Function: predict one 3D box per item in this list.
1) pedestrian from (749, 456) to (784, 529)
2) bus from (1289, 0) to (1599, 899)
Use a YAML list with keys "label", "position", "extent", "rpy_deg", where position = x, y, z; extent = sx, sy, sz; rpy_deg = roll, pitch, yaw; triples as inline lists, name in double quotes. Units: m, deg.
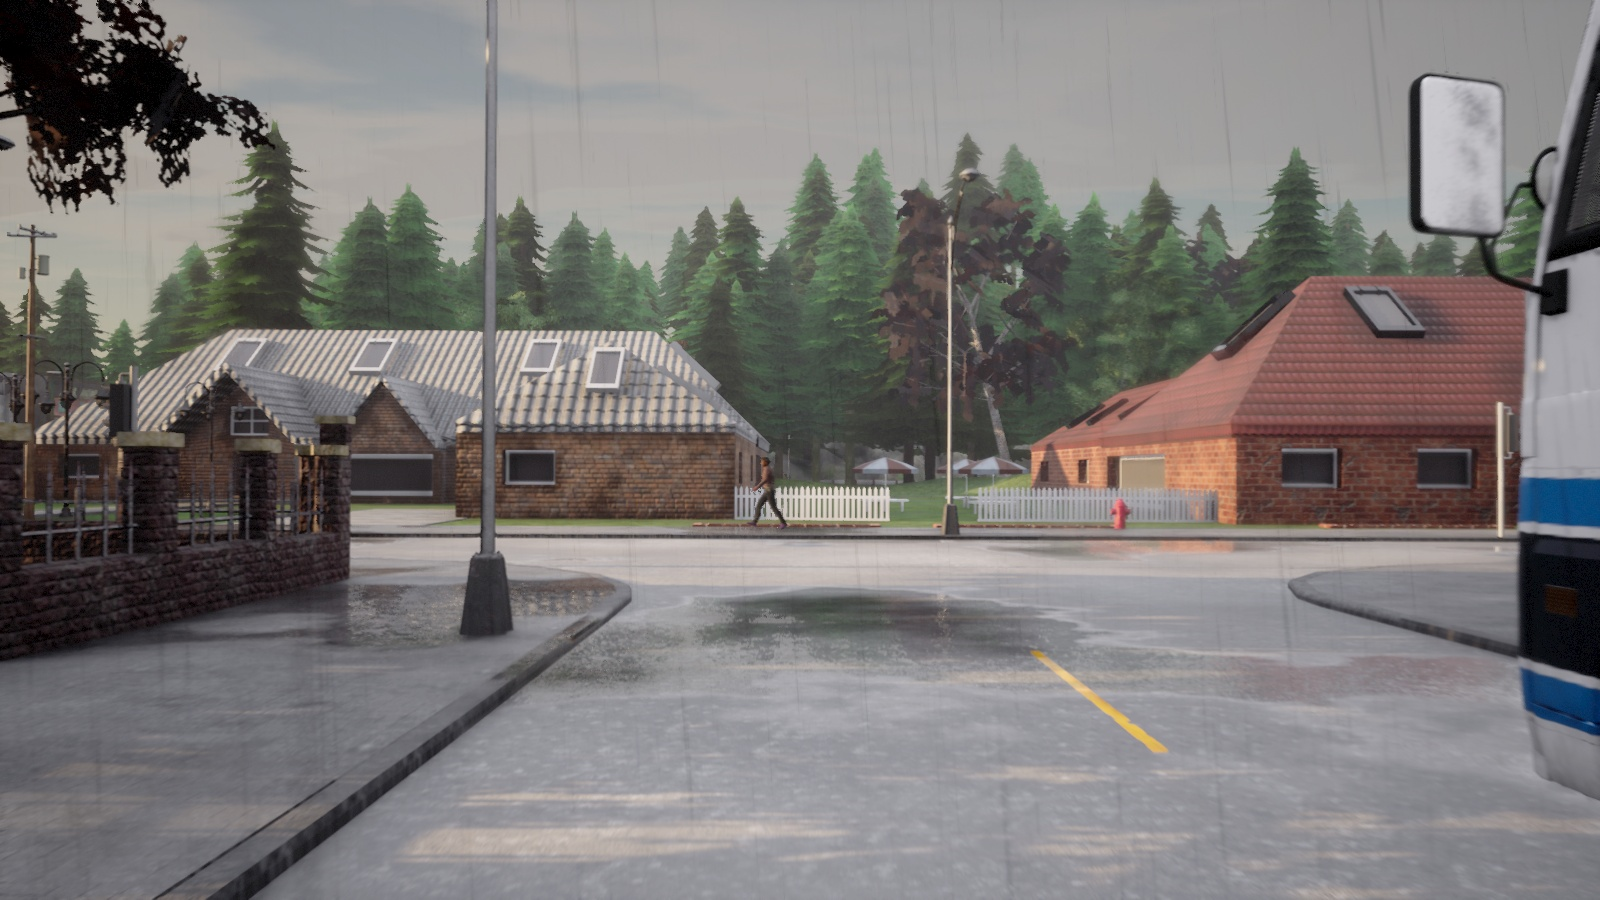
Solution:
- label: "pedestrian"
  position: [-0.836, 1.052, 31.420]
  extent: [0.869, 1.805, 0.328]
  rpy_deg: [0, -1, -2]
- label: "bus"
  position: [4.018, -0.575, 0.194]
  extent: [3.944, 4.253, 10.273]
  rpy_deg: [0, -1, 1]
